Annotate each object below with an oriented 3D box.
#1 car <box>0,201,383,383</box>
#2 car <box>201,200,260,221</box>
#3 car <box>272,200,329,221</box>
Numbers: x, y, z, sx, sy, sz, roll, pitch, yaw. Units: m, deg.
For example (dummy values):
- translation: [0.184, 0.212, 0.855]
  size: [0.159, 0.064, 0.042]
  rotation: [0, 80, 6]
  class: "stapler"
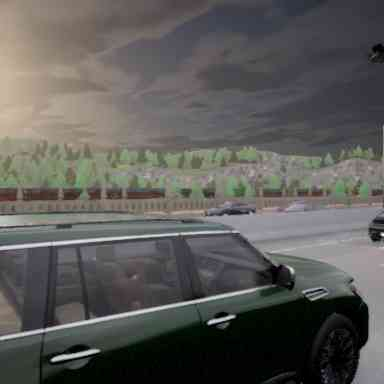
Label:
- translation: [-0.453, 1.223, 3.434]
  size: [5.566, 2.045, 2.150]
  rotation: [0, 0, -35]
  class: "car"
- translation: [3.266, 1.515, 27.847]
  size: [4.892, 1.490, 1.837]
  rotation: [0, 0, -36]
  class: "car"
- translation: [9.111, 1.487, 27.723]
  size: [5.008, 1.535, 1.882]
  rotation: [0, 0, -35]
  class: "car"
